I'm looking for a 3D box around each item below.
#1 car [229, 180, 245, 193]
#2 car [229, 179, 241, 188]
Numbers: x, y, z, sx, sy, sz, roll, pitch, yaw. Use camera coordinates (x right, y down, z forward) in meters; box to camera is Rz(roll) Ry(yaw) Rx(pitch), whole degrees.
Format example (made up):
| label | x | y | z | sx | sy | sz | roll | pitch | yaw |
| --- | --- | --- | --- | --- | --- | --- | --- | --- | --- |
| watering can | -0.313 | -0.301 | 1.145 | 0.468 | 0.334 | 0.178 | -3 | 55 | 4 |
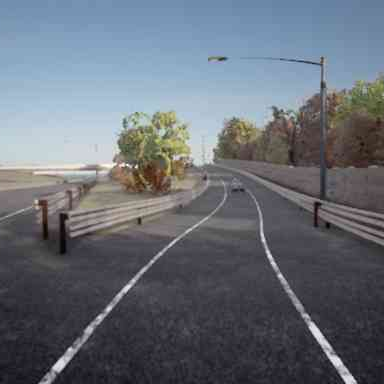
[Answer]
| label | x | y | z | sx | sy | sz | roll | pitch | yaw |
| --- | --- | --- | --- | --- | --- | --- | --- | --- | --- |
| car | 6.751 | -0.663 | 49.093 | 1.837 | 1.490 | 4.892 | -1 | 5 | 5 |
| car | 7.641 | -1.521 | 59.165 | 1.895 | 1.301 | 4.718 | -1 | 6 | 4 |
